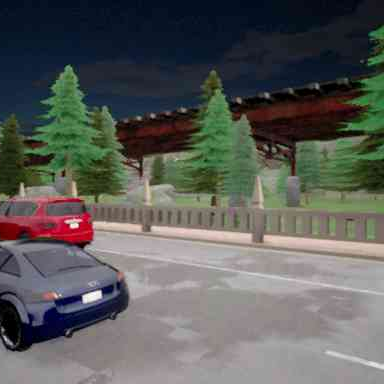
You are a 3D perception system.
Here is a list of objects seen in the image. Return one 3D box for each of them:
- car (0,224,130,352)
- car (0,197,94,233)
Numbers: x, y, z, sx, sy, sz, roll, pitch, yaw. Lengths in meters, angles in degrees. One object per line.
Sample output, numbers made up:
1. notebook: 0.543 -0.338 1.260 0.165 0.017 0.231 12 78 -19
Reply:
1. car: -3.148 1.562 6.232 4.181 1.385 1.994 0 0 36
2. car: -6.111 1.217 12.650 5.566 2.045 2.150 0 0 36
